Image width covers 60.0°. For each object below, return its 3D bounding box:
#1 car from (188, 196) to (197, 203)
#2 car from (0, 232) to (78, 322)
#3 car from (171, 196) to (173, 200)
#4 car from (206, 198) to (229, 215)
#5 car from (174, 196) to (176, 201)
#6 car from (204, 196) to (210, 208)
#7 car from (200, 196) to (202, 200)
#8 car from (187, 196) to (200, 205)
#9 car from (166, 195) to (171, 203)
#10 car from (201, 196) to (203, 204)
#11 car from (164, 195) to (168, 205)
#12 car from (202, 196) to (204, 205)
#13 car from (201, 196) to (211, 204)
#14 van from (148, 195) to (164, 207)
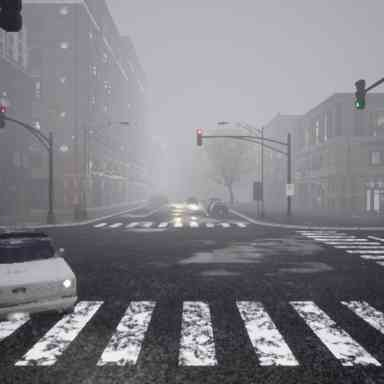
[{"bbox_3d":[0.098,1.540,70.788,1.812,1.442,4.674,0,0,0],"label":"car"},{"bbox_3d":[-3.728,1.602,7.063,1.895,1.301,4.718,0,0,-29],"label":"car"},{"bbox_3d":[-5.598,1.662,67.789,1.947,1.339,4.313,0,0,0],"label":"car"},{"bbox_3d":[2.736,1.580,33.595,2.008,1.369,4.403,0,0,0],"label":"car"},{"bbox_3d":[-5.568,1.687,90.406,1.752,1.417,4.829,0,0,0],"label":"car"},{"bbox_3d":[2.744,1.479,39.292,1.967,1.590,4.097,0,0,0],"label":"car"},{"bbox_3d":[2.775,1.633,62.079,2.008,1.369,4.403,0,0,0],"label":"car"},{"bbox_3d":[0.084,1.556,60.371,1.882,1.535,5.008,0,0,0],"label":"car"},{"bbox_3d":[-5.607,1.397,62.092,2.192,1.841,5.009,0,0,0],"label":"car"},{"bbox_3d":[2.759,1.640,50.686,1.802,1.307,4.206,0,0,0],"label":"car"},{"bbox_3d":[-5.614,1.651,56.395,1.802,1.307,4.206,0,0,0],"label":"car"},{"bbox_3d":[2.751,1.488,44.988,1.967,1.590,4.097,0,0,0],"label":"car"},{"bbox_3d":[2.782,1.537,67.776,1.967,1.590,4.097,0,0,0],"label":"car"},{"bbox_3d":[-5.622,1.399,50.698,1.690,1.788,3.998,0,0,0],"label":"van"}]
